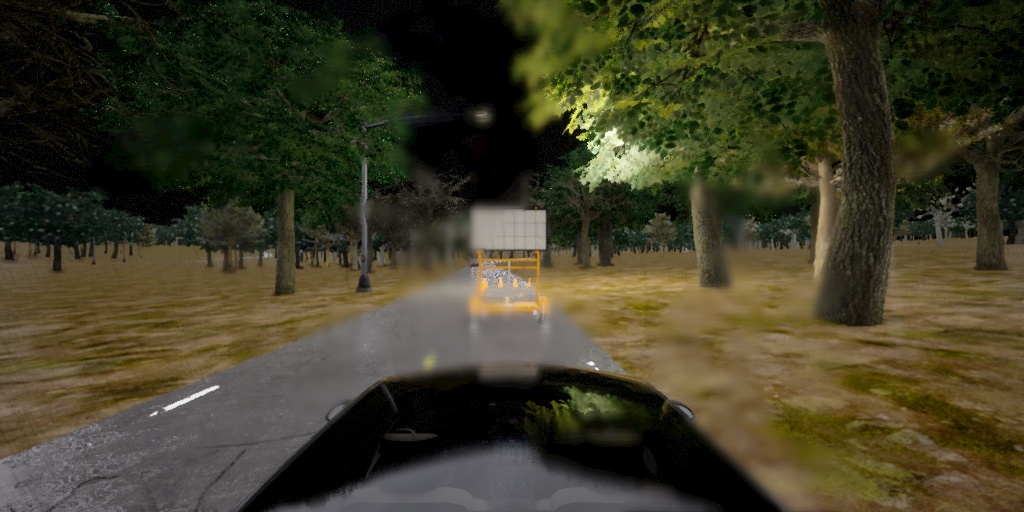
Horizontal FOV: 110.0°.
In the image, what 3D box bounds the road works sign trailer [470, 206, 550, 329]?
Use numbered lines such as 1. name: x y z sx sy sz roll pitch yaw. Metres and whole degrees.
1. road works sign trailer: -0.089 0.243 11.385 2.380 3.560 2.880 0 0 -2
